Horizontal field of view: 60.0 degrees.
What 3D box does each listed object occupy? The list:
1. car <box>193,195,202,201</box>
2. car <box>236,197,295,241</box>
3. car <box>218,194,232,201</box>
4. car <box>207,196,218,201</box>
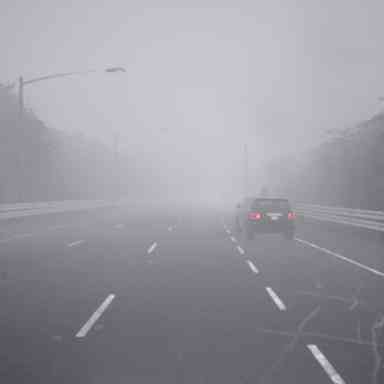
[{"bbox_3d":[1.648,1.689,91.191,1.882,1.535,5.008,0,0,11],"label":"car"},{"bbox_3d":[3.618,1.246,17.163,2.150,2.045,5.566,0,0,1],"label":"car"},{"bbox_3d":[8.945,1.488,92.057,2.150,2.045,5.566,0,0,11],"label":"car"},{"bbox_3d":[5.331,1.763,91.811,1.812,1.442,4.674,0,0,11],"label":"car"}]
